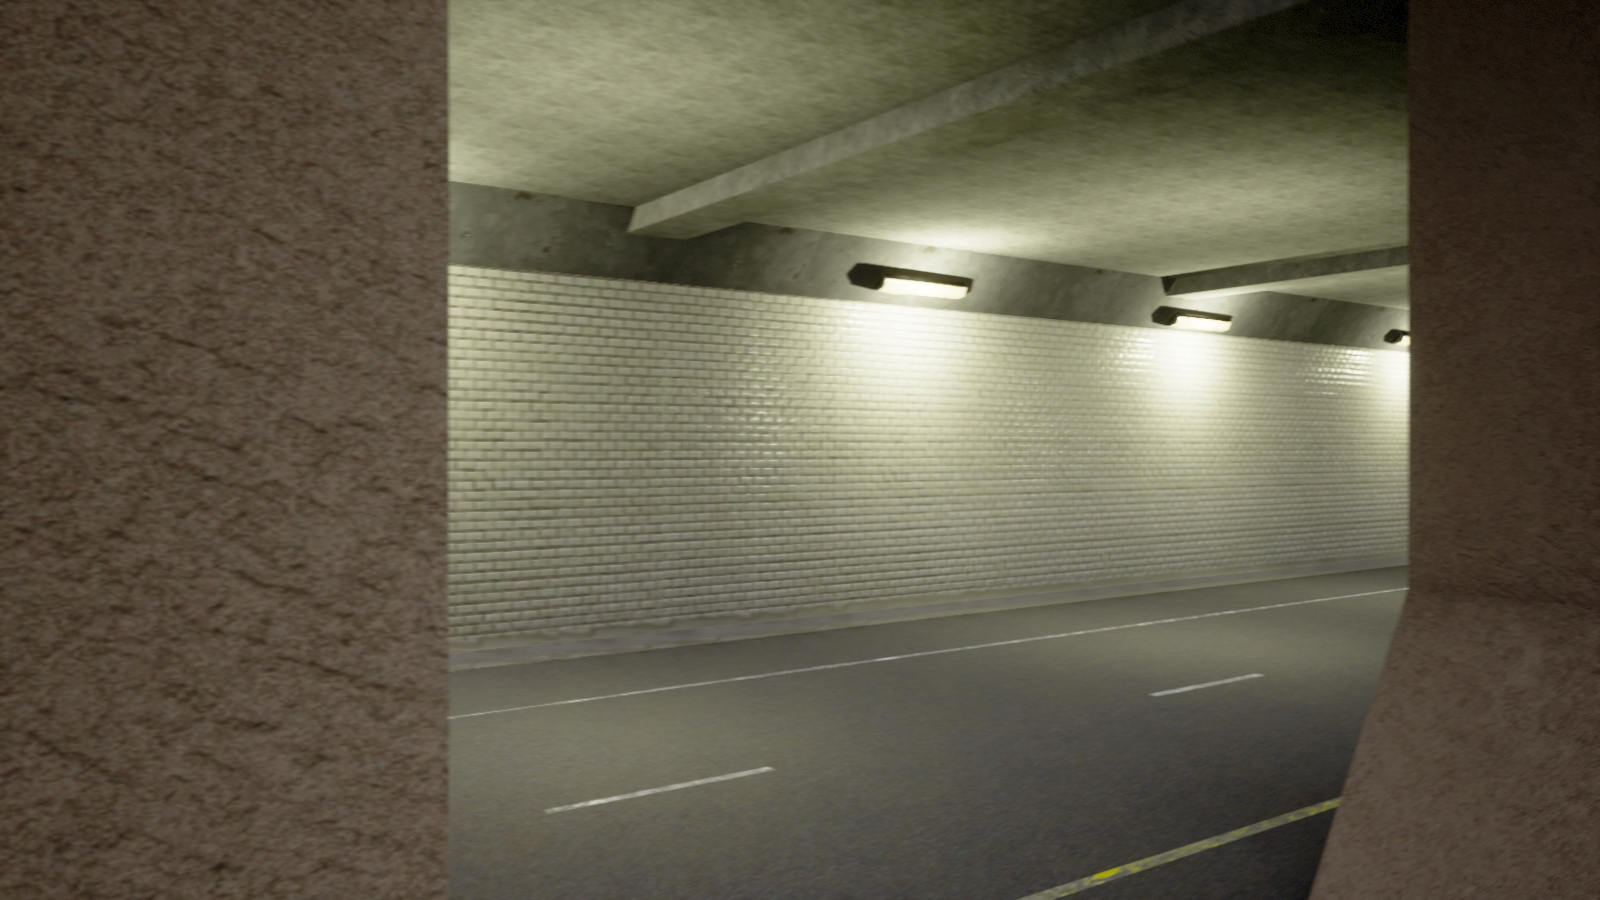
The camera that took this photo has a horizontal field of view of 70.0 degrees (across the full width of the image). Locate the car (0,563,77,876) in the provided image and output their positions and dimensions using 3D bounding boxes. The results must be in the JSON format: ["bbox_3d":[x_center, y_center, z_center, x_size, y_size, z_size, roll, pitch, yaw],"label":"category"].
[{"bbox_3d":[-7.025,1.857,7.410,3.866,1.878,1.905,0,0,-35],"label":"car"}]
